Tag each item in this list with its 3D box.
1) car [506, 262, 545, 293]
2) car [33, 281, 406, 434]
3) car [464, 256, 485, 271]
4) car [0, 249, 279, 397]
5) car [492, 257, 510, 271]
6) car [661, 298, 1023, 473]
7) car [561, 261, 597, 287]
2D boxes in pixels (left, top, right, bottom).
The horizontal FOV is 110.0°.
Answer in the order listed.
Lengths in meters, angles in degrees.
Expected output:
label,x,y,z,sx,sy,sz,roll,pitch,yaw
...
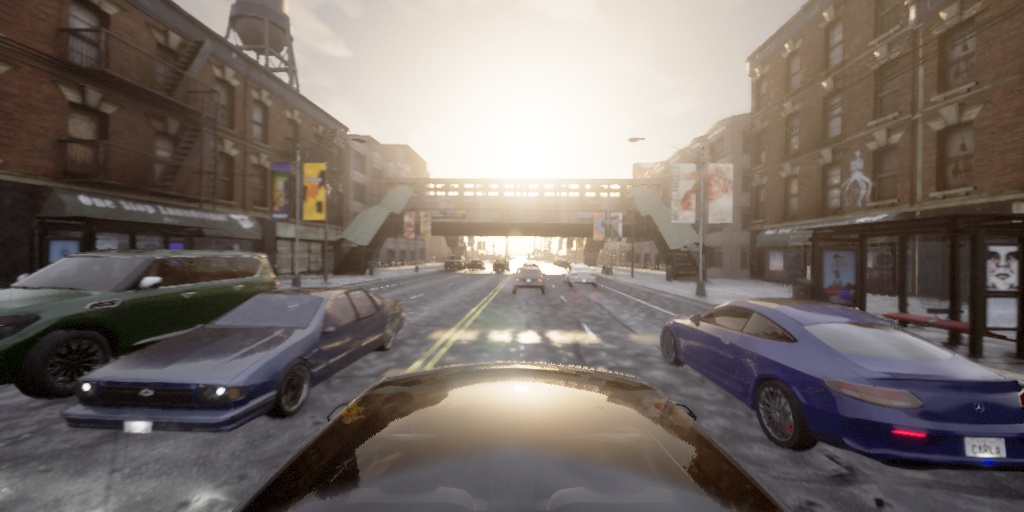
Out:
label,x,y,z,sx,sy,sz,roll,pitch,yaw
car,0.981,1.312,20.986,2.033,1.411,5.357,1,0,3
car,-3.461,1.252,6.090,2.033,1.411,5.357,1,0,2
car,-4.796,1.167,48.928,1.882,1.535,5.008,1,0,3
car,-6.933,0.880,6.695,2.150,2.045,5.566,1,0,3
car,-1.381,1.086,47.199,2.097,1.767,4.553,1,0,3
car,3.762,1.326,5.094,1.812,1.442,4.674,1,0,2
car,4.706,1.340,25.095,1.812,1.442,4.674,1,0,3
